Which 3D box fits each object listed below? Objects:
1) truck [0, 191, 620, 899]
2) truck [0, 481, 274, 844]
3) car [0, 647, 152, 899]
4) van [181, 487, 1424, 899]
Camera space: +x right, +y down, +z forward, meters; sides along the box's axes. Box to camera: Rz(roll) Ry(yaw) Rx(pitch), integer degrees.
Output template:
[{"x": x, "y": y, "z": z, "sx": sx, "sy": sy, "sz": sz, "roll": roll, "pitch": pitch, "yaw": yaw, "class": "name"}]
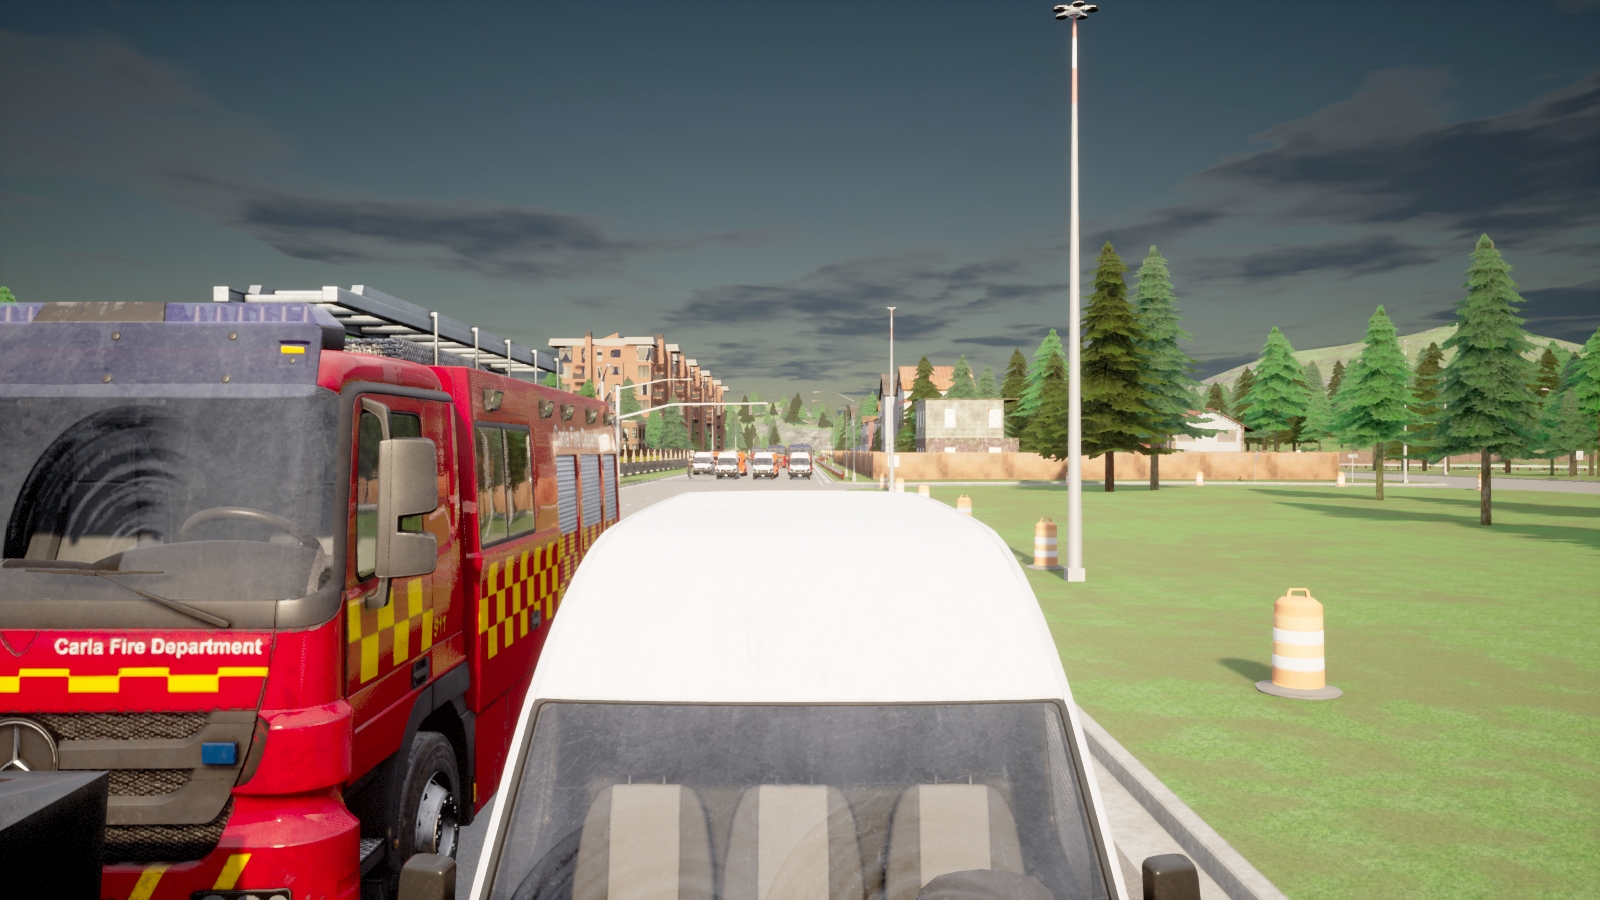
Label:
[{"x": -3.494, "y": 0.890, "z": 8.749, "sx": 2.891, "sy": 3.827, "sz": 8.468, "roll": 0, "pitch": 0, "yaw": 0, "class": "truck"}, {"x": -6.999, "y": 1.568, "z": 9.757, "sx": 2.627, "sy": 2.467, "sz": 5.204, "roll": 0, "pitch": 0, "yaw": 0, "class": "truck"}, {"x": -3.501, "y": 1.754, "z": 0.939, "sx": 2.390, "sy": 2.098, "sz": 6.274, "roll": 0, "pitch": 0, "yaw": 0, "class": "car"}, {"x": 0.005, "y": 1.534, "z": 4.785, "sx": 1.988, "sy": 2.561, "sz": 5.915, "roll": 0, "pitch": 0, "yaw": 0, "class": "van"}]
